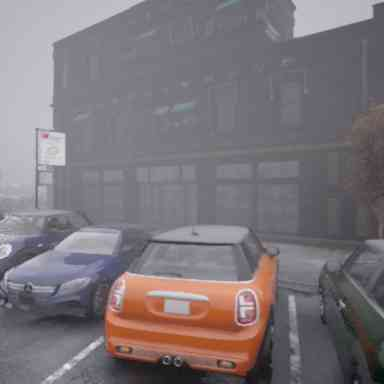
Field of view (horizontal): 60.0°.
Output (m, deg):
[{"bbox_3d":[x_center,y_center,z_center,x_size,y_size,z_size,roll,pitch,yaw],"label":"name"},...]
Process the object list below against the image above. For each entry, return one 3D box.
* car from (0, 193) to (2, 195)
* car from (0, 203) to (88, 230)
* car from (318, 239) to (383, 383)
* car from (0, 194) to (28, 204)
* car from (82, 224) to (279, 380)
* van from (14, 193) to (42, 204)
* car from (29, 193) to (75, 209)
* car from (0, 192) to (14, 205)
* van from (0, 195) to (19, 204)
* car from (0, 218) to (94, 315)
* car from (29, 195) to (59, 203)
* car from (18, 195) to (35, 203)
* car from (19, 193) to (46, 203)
[{"bbox_3d":[-24.676,1.164,39.673,5.566,2.045,2.435,1,0,14],"label":"car"},{"bbox_3d":[-4.461,1.341,9.387,2.185,1.767,4.553,1,-1,15],"label":"car"},{"bbox_3d":[2.836,1.360,4.088,2.185,1.767,4.553,0,-1,16],"label":"car"},{"bbox_3d":[-32.004,1.270,59.224,4.553,1.767,2.185,-1,-1,14],"label":"car"},{"bbox_3d":[0.396,1.353,5.835,2.185,1.767,4.553,0,-1,16],"label":"car"},{"bbox_3d":[-30.399,1.172,61.740,4.442,1.987,1.878,-1,0,14],"label":"van"},{"bbox_3d":[-19.769,1.168,47.031,5.566,2.045,2.435,1,1,14],"label":"car"},{"bbox_3d":[-33.636,1.142,56.709,5.566,2.045,2.435,-1,-1,14],"label":"car"},{"bbox_3d":[-9.340,1.231,12.962,1.878,1.987,4.442,0,-1,15],"label":"van"},{"bbox_3d":[-2.033,1.513,7.611,2.002,1.452,4.674,1,-1,16],"label":"car"},{"bbox_3d":[-28.599,1.399,64.226,4.892,1.521,2.231,-1,-1,14],"label":"car"},{"bbox_3d":[-23.080,1.446,42.116,4.792,1.488,2.163,1,1,14],"label":"car"},{"bbox_3d":[-21.424,1.166,44.578,5.566,2.045,2.435,1,1,14],"label":"car"}]
